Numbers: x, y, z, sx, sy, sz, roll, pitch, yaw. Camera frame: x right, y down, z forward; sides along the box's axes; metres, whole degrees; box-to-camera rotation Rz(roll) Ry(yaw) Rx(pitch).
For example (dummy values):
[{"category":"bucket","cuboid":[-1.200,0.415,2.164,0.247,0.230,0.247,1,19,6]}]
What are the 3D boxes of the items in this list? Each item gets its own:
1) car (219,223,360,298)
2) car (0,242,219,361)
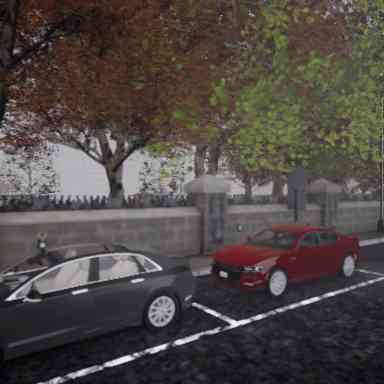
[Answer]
[{"category":"car","cuboid":[2.517,1.536,8.515,4.507,1.381,1.887,0,0,-36]},{"category":"car","cuboid":[-1.962,1.549,5.255,4.403,1.369,2.008,0,0,-36]}]
